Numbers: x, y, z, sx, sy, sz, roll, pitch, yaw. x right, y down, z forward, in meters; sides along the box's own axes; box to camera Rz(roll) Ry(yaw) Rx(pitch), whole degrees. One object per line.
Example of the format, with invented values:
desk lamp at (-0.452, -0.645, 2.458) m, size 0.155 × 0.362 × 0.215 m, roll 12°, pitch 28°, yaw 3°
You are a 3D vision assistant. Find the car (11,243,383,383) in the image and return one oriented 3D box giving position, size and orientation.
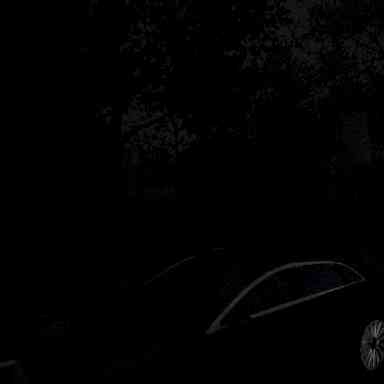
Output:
car at (0.582, 1.471, 4.080) m, size 4.902 × 1.511 × 2.128 m, roll 0°, pitch 0°, yaw -33°
